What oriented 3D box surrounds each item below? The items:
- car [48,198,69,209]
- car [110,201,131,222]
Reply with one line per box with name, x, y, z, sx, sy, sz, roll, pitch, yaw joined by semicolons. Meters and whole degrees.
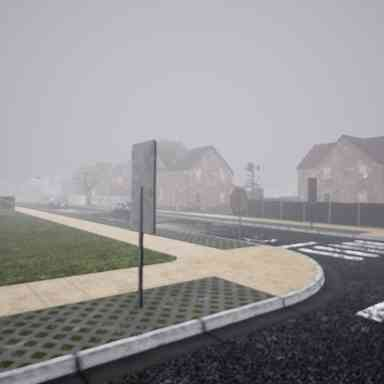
car;-17.917;1.502;44.484;2.128;1.511;4.902;1;-1;-36
car;-4.838;1.473;26.408;2.128;1.511;4.902;1;0;-36
